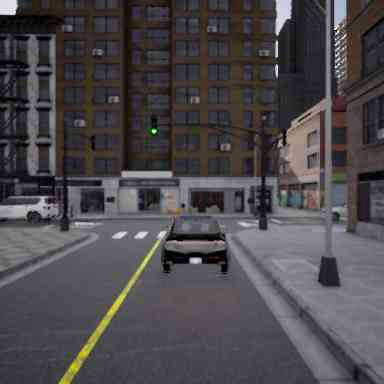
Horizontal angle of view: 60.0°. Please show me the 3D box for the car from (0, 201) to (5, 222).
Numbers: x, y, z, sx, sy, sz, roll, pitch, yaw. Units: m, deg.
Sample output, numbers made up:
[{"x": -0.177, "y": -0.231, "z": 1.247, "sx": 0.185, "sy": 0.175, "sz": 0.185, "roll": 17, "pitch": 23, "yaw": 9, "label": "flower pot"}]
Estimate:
[{"x": -15.475, "y": 1.594, "z": 21.833, "sx": 5.008, "sy": 1.535, "sz": 1.882, "roll": 0, "pitch": 0, "yaw": -2, "label": "car"}]

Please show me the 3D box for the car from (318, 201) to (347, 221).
[{"x": 12.062, "y": 1.414, "z": 25.379, "sx": 4.674, "sy": 1.442, "sz": 1.812, "roll": -1, "pitch": 0, "yaw": -1, "label": "car"}]

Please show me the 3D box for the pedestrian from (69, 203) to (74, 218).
[{"x": -10.160, "y": 1.518, "z": 28.142, "sx": 0.375, "sy": 1.300, "sz": 0.375, "roll": 0, "pitch": 0, "yaw": -1, "label": "pedestrian"}]

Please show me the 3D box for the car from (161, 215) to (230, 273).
[{"x": 0.123, "y": 1.493, "z": 10.691, "sx": 2.128, "sy": 1.511, "sz": 4.902, "roll": 0, "pitch": 0, "yaw": 1, "label": "car"}]

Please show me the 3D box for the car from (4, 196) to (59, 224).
[{"x": -13.009, "y": 1.330, "z": 25.091, "sx": 5.566, "sy": 2.045, "sz": 2.150, "roll": 0, "pitch": 0, "yaw": -1, "label": "car"}]
